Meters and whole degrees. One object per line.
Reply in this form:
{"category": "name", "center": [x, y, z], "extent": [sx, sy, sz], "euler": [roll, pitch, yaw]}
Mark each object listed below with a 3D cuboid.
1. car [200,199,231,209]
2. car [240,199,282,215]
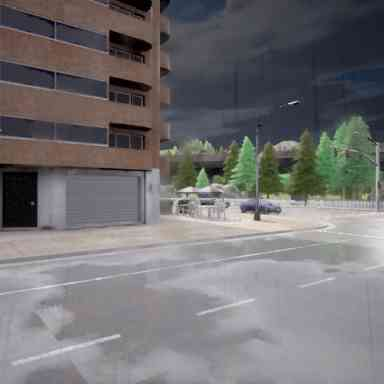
{"category": "car", "center": [3.000, 1.545, 44.193], "extent": [1.895, 1.301, 4.718], "euler": [0, 0, -38]}
{"category": "car", "center": [6.766, 1.470, 33.155], "extent": [1.812, 1.442, 4.674], "euler": [0, 0, -36]}
